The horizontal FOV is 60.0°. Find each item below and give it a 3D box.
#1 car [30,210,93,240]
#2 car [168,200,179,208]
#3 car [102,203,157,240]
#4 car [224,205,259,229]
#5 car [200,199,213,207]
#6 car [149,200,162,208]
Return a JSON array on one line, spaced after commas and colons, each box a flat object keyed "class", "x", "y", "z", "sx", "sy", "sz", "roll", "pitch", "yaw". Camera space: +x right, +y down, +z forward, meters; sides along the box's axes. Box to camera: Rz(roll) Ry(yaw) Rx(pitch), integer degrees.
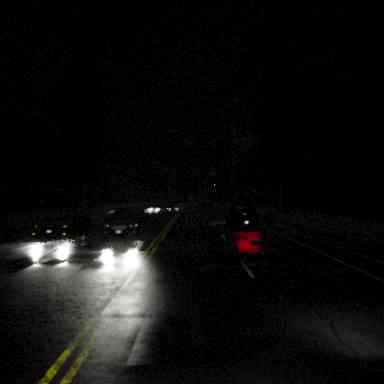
[{"class": "car", "x": -6.601, "y": 1.638, "z": 17.297, "sx": 1.994, "sy": 1.385, "sz": 4.181, "roll": 0, "pitch": 0, "yaw": 0}, {"class": "car", "x": -3.285, "y": 2.192, "z": 60.143, "sx": 2.033, "sy": 1.411, "sz": 5.357, "roll": 0, "pitch": -1, "yaw": 1}, {"class": "car", "x": -3.350, "y": 1.568, "z": 17.624, "sx": 2.128, "sy": 1.511, "sz": 4.902, "roll": 0, "pitch": 0, "yaw": 0}, {"class": "car", "x": 3.347, "y": 1.628, "z": 22.750, "sx": 1.837, "sy": 1.490, "sz": 4.892, "roll": 0, "pitch": -1, "yaw": 0}, {"class": "car", "x": 3.243, "y": 2.331, "z": 68.546, "sx": 2.163, "sy": 1.488, "sz": 4.792, "roll": 0, "pitch": -1, "yaw": 0}, {"class": "car", "x": -6.546, "y": 2.121, "z": 59.426, "sx": 2.128, "sy": 1.511, "sz": 4.902, "roll": 0, "pitch": -1, "yaw": 1}]
